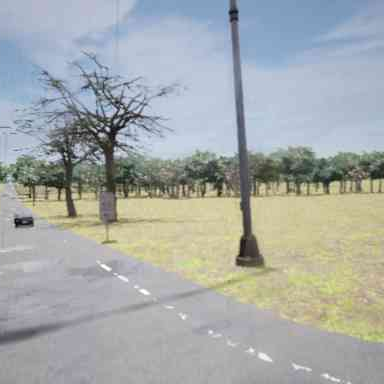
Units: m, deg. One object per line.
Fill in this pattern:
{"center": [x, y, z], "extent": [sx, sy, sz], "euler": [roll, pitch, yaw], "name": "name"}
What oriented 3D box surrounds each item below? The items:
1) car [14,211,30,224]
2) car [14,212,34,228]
{"center": [-24.190, 3.549, 47.244], "extent": [1.882, 1.535, 5.008], "euler": [-3, 0, -28], "name": "car"}
{"center": [-19.752, 3.289, 39.151], "extent": [1.882, 1.535, 5.008], "euler": [-3, -1, -28], "name": "car"}
